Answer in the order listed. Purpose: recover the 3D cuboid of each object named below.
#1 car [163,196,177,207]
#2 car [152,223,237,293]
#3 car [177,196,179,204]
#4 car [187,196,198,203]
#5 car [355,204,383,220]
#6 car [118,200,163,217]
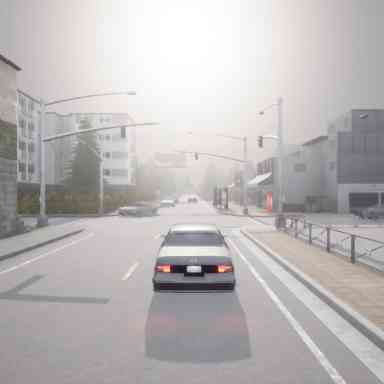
[{"bbox_3d":[-3.581,1.526,49.815,1.812,1.442,4.674,0,0,0],"label":"car"},{"bbox_3d":[0.062,1.547,8.990,2.033,1.411,5.357,0,0,1],"label":"car"},{"bbox_3d":[-3.518,1.504,65.117,1.837,1.490,4.892,0,0,1],"label":"car"},{"bbox_3d":[0.122,1.526,68.877,1.812,1.442,4.674,0,0,0],"label":"car"},{"bbox_3d":[16.724,1.740,29.382,4.181,1.385,1.994,0,0,0],"label":"car"},{"bbox_3d":[-5.198,1.693,32.880,1.895,1.301,4.718,0,2,26],"label":"car"}]
